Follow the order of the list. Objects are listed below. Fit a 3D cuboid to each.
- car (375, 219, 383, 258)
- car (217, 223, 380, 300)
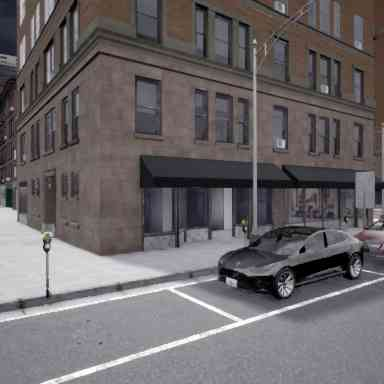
[{"bbox_3d":[7.107,1.582,11.588,4.206,1.307,1.802,0,0,-35],"label":"car"},{"bbox_3d":[2.625,1.566,8.398,4.313,1.339,1.947,0,0,-35],"label":"car"}]
